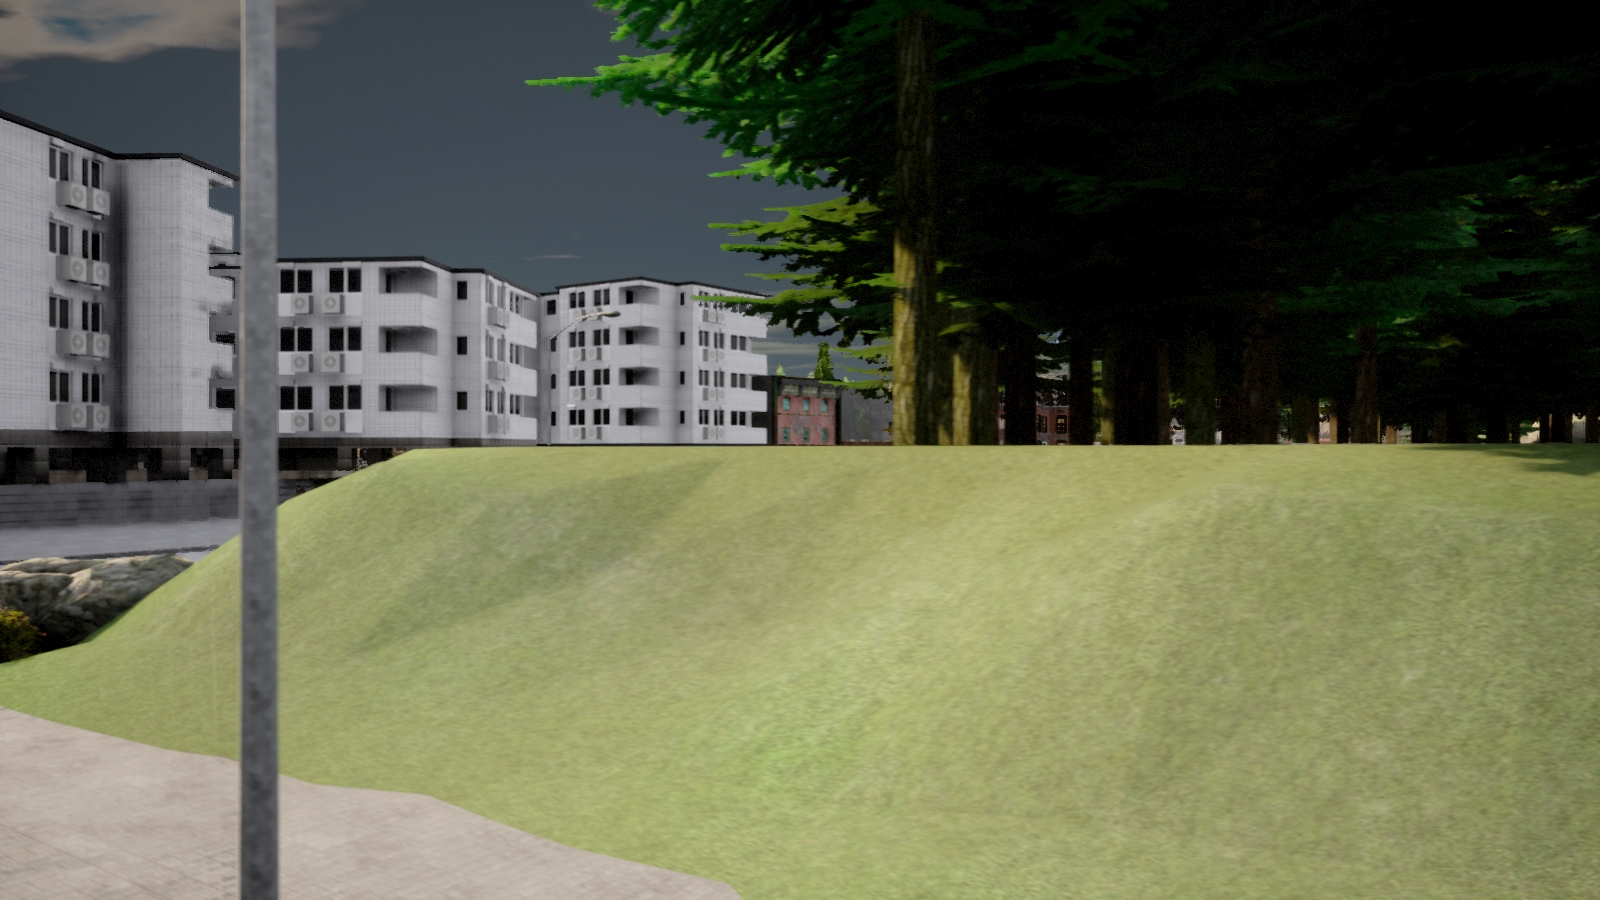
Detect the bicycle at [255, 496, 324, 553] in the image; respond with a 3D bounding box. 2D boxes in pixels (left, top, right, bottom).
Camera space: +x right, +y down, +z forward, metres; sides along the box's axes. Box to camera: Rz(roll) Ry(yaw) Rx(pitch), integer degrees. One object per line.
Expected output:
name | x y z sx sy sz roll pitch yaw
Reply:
bicycle | -14.205 2.061 31.847 0.329 1.471 1.835 0 0 35
